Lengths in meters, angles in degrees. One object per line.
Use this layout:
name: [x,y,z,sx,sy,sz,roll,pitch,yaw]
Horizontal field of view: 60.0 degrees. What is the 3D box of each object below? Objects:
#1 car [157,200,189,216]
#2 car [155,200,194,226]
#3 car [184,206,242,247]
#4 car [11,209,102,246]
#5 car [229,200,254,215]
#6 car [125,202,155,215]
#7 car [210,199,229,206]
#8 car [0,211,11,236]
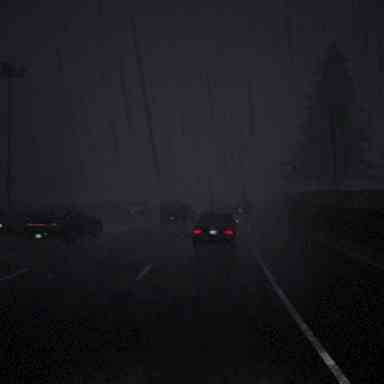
car: [-1.936,1.621,35.547,1.882,1.535,5.008,0,0,15]
car: [-0.930,1.577,24.365,1.882,1.535,5.008,0,0,10]
car: [1.126,1.614,15.319,2.033,1.411,5.357,0,0,7]
car: [-5.833,1.543,15.633,2.128,1.511,4.902,0,0,6]
car: [5.588,1.671,36.438,1.837,1.490,4.892,0,0,16]
car: [-5.443,1.738,36.067,1.895,1.301,4.718,0,0,15]
car: [3.516,1.673,41.468,2.128,1.511,4.902,0,0,18]
car: [-9.029,1.618,18.141,1.994,1.385,4.181,0,0,8]
